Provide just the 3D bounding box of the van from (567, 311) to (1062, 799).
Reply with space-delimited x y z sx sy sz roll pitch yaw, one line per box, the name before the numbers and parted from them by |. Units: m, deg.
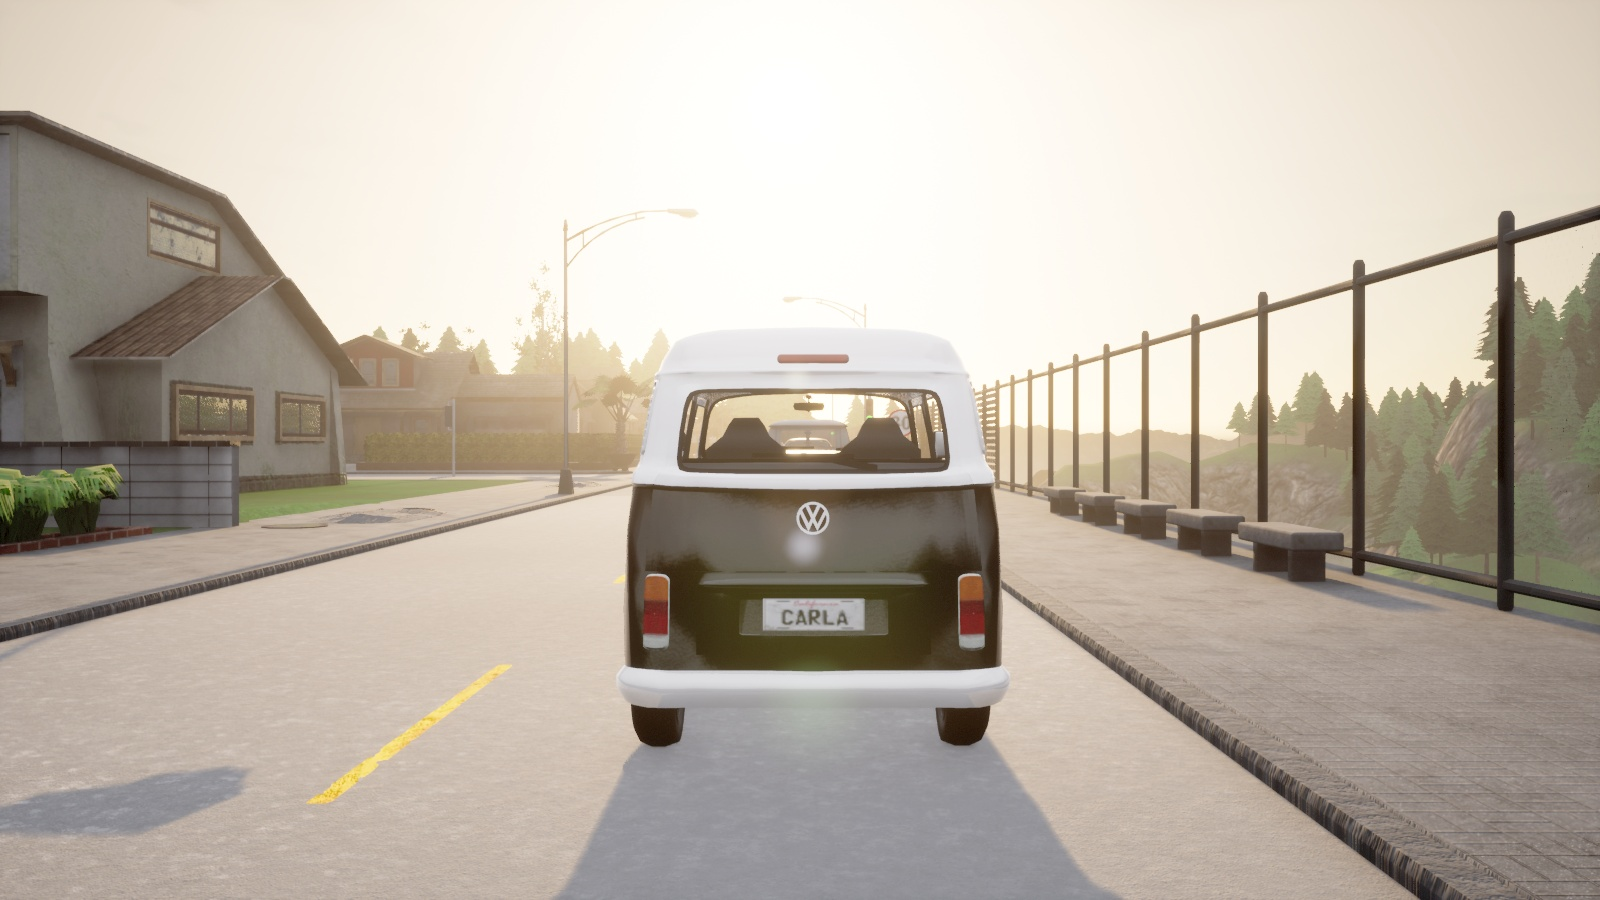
van | 0.062 0.428 7.496 2.069 2.038 4.480 0 0 0
